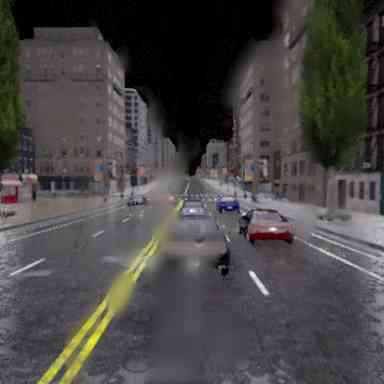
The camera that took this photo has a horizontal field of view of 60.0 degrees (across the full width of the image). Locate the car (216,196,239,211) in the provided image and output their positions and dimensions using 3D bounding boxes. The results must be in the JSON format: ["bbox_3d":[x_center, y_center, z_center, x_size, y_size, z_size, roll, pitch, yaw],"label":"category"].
[{"bbox_3d":[3.376,1.146,31.971,1.882,1.535,5.008,0,1,0],"label":"car"}]

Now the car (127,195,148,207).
[{"bbox_3d":[-6.547,1.037,40.231,1.994,1.385,4.181,0,1,0],"label":"car"}]

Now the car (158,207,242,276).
[{"bbox_3d":[0.074,1.461,10.208,2.128,1.511,4.902,0,1,1],"label":"car"}]

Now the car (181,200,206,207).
[{"bbox_3d":[0.099,1.330,26.034,2.033,1.411,5.357,0,1,0],"label":"car"}]

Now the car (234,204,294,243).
[{"bbox_3d":[3.354,1.487,15.743,1.994,1.385,4.181,0,1,0],"label":"car"}]

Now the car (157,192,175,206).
[{"bbox_3d":[-3.287,0.763,42.483,2.097,1.767,4.553,0,2,0],"label":"car"}]
